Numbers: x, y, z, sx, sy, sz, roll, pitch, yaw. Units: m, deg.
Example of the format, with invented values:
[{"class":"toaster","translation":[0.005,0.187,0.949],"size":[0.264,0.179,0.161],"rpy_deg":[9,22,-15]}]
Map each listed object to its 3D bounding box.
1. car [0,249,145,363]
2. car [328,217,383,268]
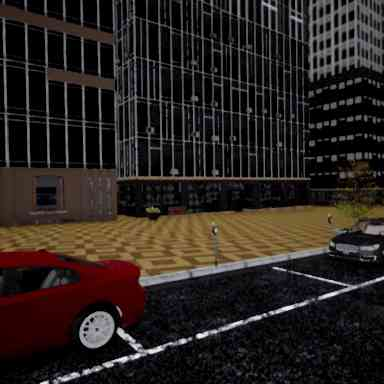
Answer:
[{"class":"car","translation":[-2.850,1.545,4.540],"size":[4.507,1.381,1.887],"rpy_deg":[0,-1,-35]},{"class":"car","translation":[6.313,1.543,11.069],"size":[4.403,1.369,2.008],"rpy_deg":[0,-1,-35]}]
